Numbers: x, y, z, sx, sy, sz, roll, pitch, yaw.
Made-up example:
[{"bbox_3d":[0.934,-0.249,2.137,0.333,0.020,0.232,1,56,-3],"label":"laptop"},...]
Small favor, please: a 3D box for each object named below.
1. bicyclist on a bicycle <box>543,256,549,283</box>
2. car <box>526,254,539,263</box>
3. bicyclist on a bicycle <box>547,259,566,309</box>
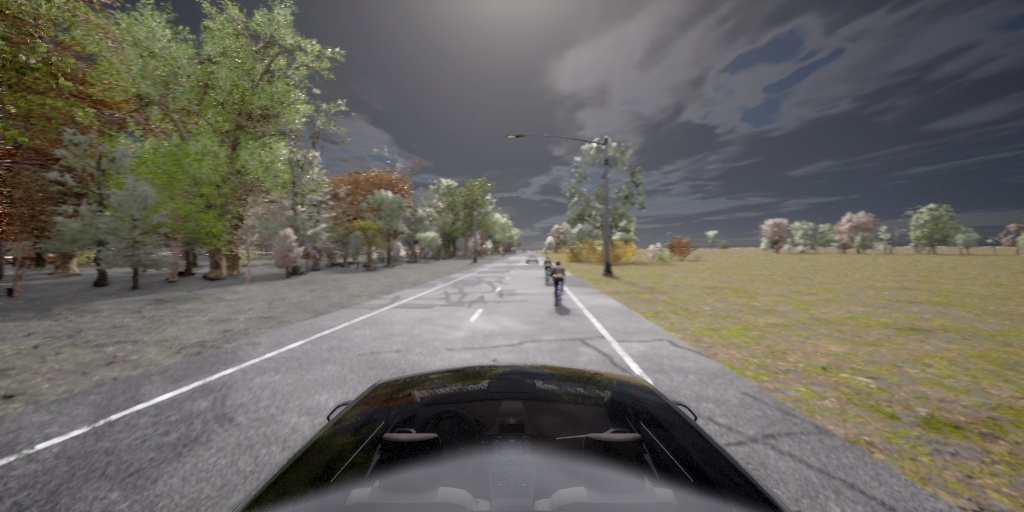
[{"bbox_3d":[2.157,0.853,21.637,0.582,1.620,1.656,-1,1,3],"label":"bicyclist on a bicycle"},{"bbox_3d":[3.142,0.456,55.045,1.895,1.301,4.718,-1,1,3],"label":"car"},{"bbox_3d":[1.661,1.003,12.705,0.582,1.620,1.656,-1,1,3],"label":"bicyclist on a bicycle"}]
